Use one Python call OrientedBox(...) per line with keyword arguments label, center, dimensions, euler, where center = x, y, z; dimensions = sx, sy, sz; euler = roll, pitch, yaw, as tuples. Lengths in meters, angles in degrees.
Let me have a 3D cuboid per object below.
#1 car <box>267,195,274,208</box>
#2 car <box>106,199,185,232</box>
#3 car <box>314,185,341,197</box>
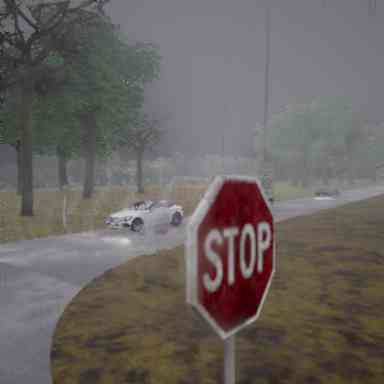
OrientedBox(label="car", center=(4.729, 0.639, 26.232), dimensions=(1.882, 1.535, 5.008), euler=(0, 2, 39))
OrientedBox(label="car", center=(-2.306, 1.138, 17.515), dimensions=(1.812, 1.442, 4.674), euler=(0, 2, 39))
OrientedBox(label="car", center=(16.911, -0.131, 41.255), dimensions=(2.033, 1.411, 5.357), euler=(0, 3, 39))
